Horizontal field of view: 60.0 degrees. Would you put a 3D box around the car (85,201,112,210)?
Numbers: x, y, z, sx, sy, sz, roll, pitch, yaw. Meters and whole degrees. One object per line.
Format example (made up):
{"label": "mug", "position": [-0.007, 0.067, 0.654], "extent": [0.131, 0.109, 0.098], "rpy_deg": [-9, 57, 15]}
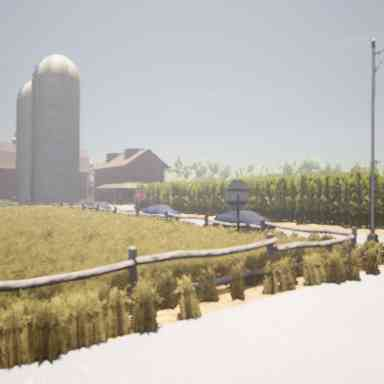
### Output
{"label": "car", "position": [-11.630, 1.851, 41.137], "extent": [2.033, 1.411, 5.357], "rpy_deg": [1, 0, -36]}

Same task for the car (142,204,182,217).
{"label": "car", "position": [-2.670, 1.808, 28.542], "extent": [1.812, 1.442, 4.674], "rpy_deg": [1, -1, -36]}

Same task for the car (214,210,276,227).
{"label": "car", "position": [3.172, 1.792, 20.402], "extent": [1.994, 1.385, 4.181], "rpy_deg": [1, -1, -36]}
